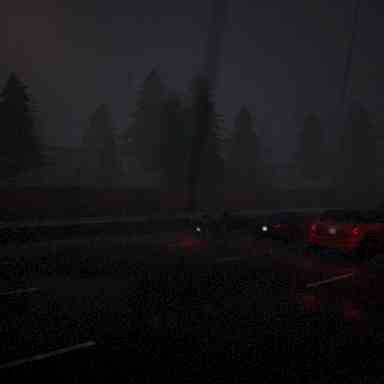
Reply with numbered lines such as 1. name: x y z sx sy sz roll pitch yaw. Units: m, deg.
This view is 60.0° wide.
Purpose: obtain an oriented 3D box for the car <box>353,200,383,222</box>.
1. car: 15.845 1.545 28.000 5.008 1.535 1.882 0 0 -35

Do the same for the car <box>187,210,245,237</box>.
1. car: 2.159 1.629 18.256 4.718 1.301 1.895 0 0 -35

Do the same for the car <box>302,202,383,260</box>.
1. car: 6.652 1.381 12.854 4.553 1.767 2.097 0 0 -35

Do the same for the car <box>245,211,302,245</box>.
1. car: 4.867 1.595 15.879 4.181 1.385 1.994 0 0 -35
